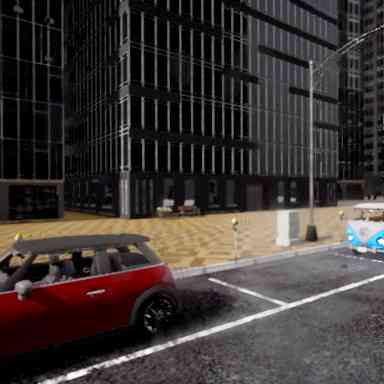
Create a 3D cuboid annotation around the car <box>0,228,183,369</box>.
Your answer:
[{"bbox_3d":[-2.244,1.433,4.958,4.097,1.590,1.967,-1,0,-35],"label":"car"}]

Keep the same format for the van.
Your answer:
[{"bbox_3d":[6.987,1.249,11.539,3.998,1.788,1.690,-1,0,-35],"label":"van"}]
